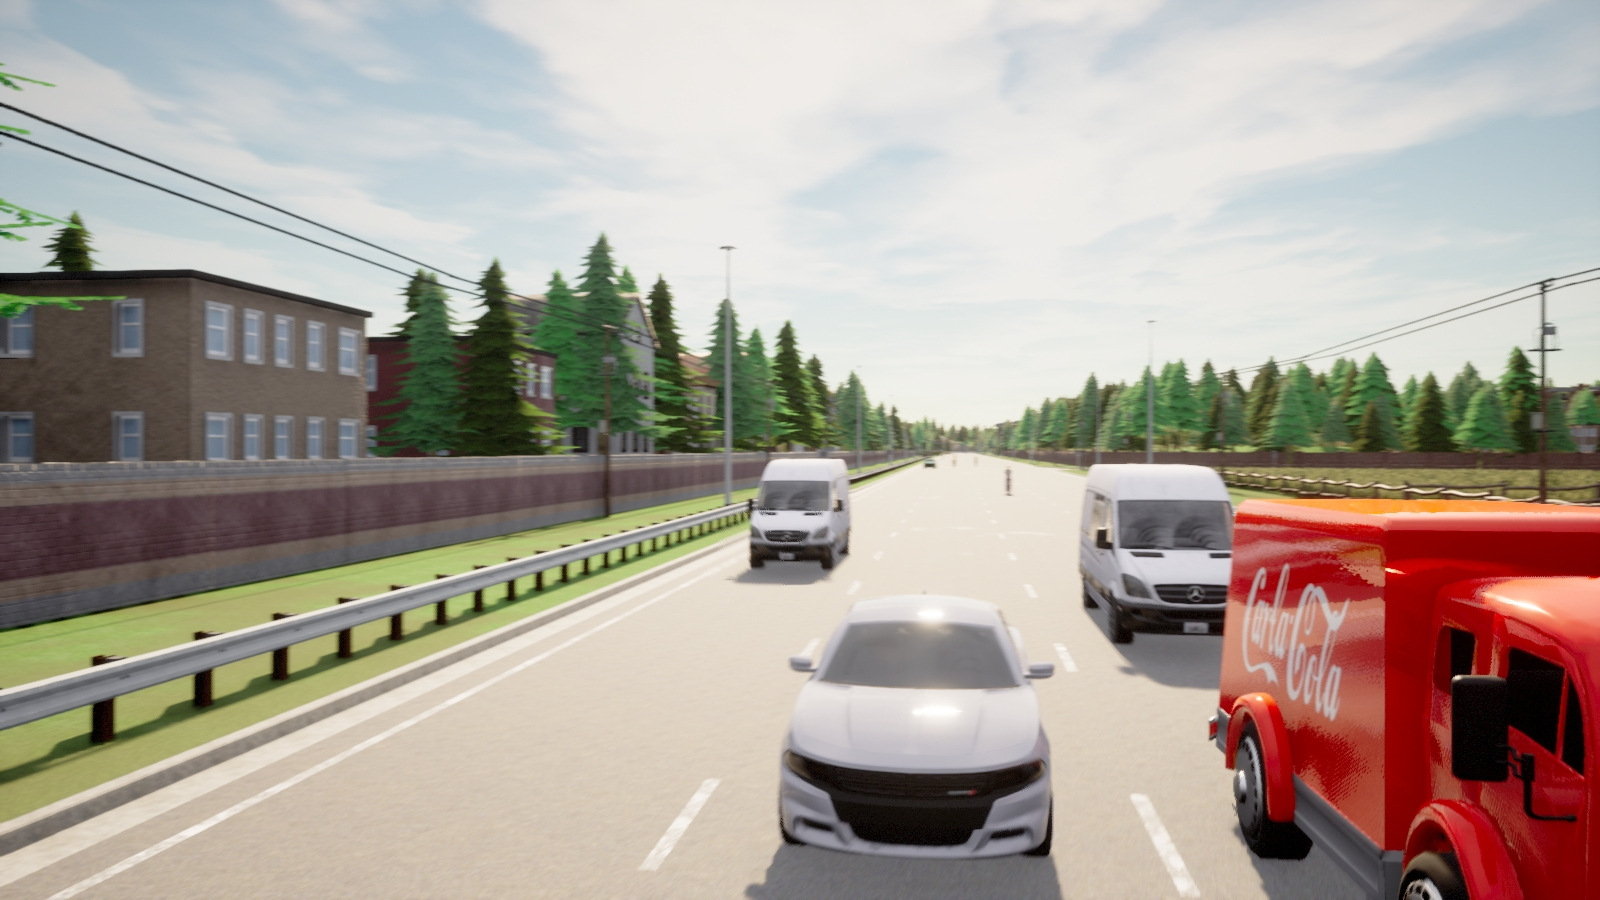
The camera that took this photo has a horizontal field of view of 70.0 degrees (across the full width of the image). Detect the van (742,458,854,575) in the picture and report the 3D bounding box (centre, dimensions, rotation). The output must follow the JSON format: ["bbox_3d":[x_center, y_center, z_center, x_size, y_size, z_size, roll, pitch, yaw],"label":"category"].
[{"bbox_3d":[0.087,1.517,28.626,1.988,2.561,5.915,0,0,8],"label":"van"}]

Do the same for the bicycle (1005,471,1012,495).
[{"bbox_3d":[12.943,2.036,70.980,0.373,1.496,1.643,0,-1,8],"label":"bicycle"}]

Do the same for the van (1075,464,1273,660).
[{"bbox_3d":[5.752,1.533,18.375,1.988,2.561,5.915,0,0,8],"label":"van"}]

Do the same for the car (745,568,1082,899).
[{"bbox_3d":[1.027,2.029,9.625,2.097,1.535,5.006,0,0,8],"label":"car"}]

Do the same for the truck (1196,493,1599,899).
[{"bbox_3d":[4.176,1.576,6.584,2.627,2.467,5.204,0,0,8],"label":"truck"}]
